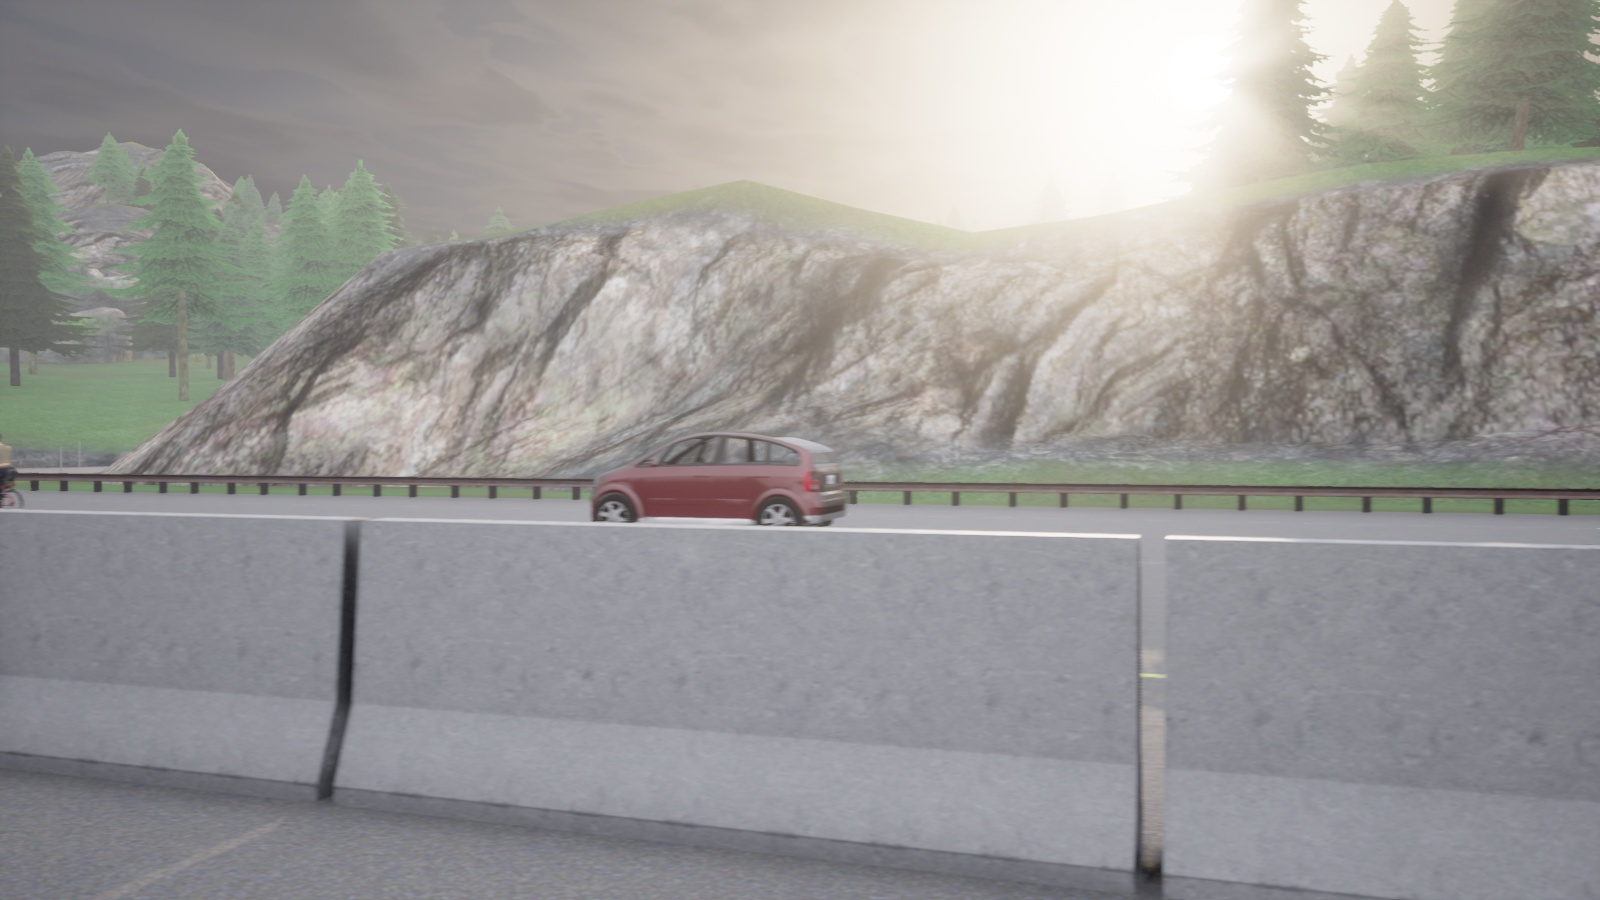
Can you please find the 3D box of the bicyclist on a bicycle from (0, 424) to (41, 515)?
[{"bbox_3d":[-14.838,0.340,22.959,1.509,1.612,0.866,1,1,18],"label":"bicyclist on a bicycle"}]

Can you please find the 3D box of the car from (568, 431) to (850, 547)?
[{"bbox_3d":[-1.303,0.506,18.401,3.705,1.549,1.789,1,1,19],"label":"car"}]
